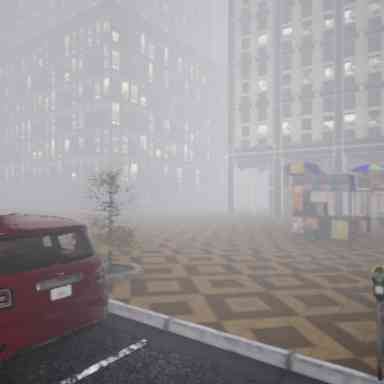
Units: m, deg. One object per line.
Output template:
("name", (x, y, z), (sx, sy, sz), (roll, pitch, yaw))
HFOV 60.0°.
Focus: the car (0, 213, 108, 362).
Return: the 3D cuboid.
("car", (-3.513, 1.271, 5.389), (5.009, 1.841, 2.192), (1, 0, 36))
